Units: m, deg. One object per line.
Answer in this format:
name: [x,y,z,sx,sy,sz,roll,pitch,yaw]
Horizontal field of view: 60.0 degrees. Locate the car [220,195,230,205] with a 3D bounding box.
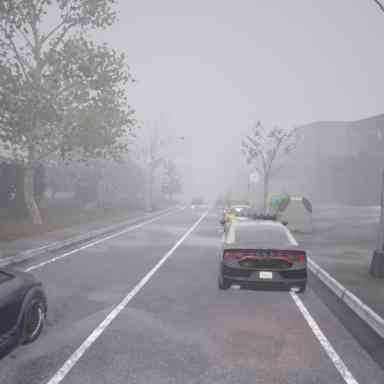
car: [3.388,1.277,24.929,2.097,1.767,4.553,1,0,6]

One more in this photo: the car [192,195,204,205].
car: [0.968,1.264,52.156,1.882,1.535,5.008,0,0,1]

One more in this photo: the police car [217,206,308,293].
police car: [1.721,1.414,9.083,1.930,1.638,5.238,1,0,6]

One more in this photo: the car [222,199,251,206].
car: [2.780,1.405,19.153,1.801,1.575,5.366,1,0,6]

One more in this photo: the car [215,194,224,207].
car: [4.485,1.165,48.082,2.097,1.767,4.553,0,0,3]

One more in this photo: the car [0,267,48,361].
car: [-3.327,1.539,3.571,1.994,1.385,4.181,0,0,3]
